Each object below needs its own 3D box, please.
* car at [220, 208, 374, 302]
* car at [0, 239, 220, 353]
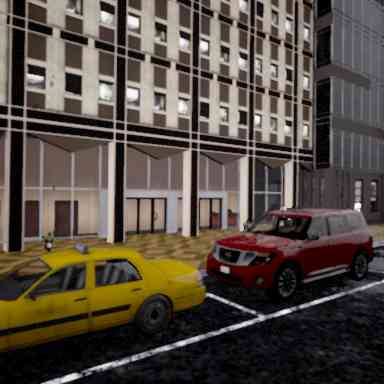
[{"bbox_3d":[2.762,1.382,8.647,5.009,1.841,2.192,1,0,-36],"label":"car"},{"bbox_3d":[-2.018,1.537,5.274,4.829,1.417,1.752,1,0,-36],"label":"car"}]
